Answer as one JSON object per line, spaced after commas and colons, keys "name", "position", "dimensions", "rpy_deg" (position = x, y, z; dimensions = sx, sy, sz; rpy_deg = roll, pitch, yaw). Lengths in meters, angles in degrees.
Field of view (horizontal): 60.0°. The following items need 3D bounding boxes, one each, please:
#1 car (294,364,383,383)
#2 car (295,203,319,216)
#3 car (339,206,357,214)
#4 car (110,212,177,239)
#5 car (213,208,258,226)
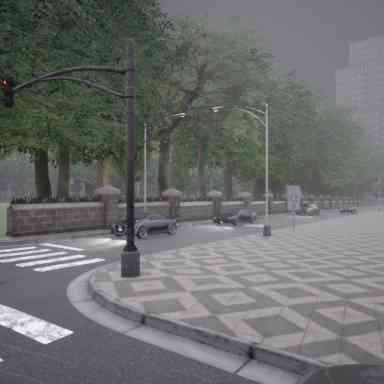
{"name": "car", "position": [2.402, 1.551, 1.248], "dimensions": [4.403, 1.369, 2.008], "rpy_deg": [0, 0, 36]}
{"name": "car", "position": [15.835, 2.346, 45.641], "dimensions": [2.097, 1.767, 4.553], "rpy_deg": [0, -1, 36]}
{"name": "car", "position": [25.182, 2.845, 53.464], "dimensions": [1.895, 1.301, 4.718], "rpy_deg": [0, -1, 36]}
{"name": "car", "position": [-2.730, 1.888, 19.525], "dimensions": [1.994, 1.385, 4.181], "rpy_deg": [0, -1, 35]}
{"name": "car", "position": [3.901, 2.107, 28.893], "dimensions": [2.033, 1.411, 5.357], "rpy_deg": [0, -1, 35]}
